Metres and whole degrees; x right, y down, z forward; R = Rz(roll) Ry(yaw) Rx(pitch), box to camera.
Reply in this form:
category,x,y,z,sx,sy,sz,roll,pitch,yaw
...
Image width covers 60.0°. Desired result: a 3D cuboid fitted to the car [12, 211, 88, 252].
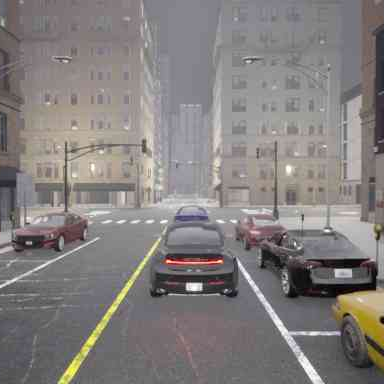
category,x,y,z,sx,sy,sz,roll,pitch,yaw
car,-5.715,1.542,13.894,1.887,1.381,4.507,-1,0,0

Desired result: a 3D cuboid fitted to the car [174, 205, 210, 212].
category,x,y,z,sx,sy,sz,roll,pitch,yaw
car,-0.011,1.474,18.510,1.882,1.535,5.008,0,0,0

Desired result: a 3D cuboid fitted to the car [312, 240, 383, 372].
category,x,y,z,sx,sy,sz,roll,pitch,yaw
car,2.856,1.525,2.915,1.752,1.417,4.829,-1,0,0

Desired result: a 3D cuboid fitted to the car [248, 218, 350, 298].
category,x,y,z,sx,sy,sz,roll,pitch,yaw
car,2.844,1.564,8.332,1.947,1.339,4.313,-1,0,0

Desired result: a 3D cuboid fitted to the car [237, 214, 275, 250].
category,x,y,z,sx,sy,sz,roll,pitch,yaw
car,2.830,1.579,13.917,1.802,1.307,4.206,-1,0,0

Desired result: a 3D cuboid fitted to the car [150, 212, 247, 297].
category,x,y,z,sx,sy,sz,roll,pitch,yaw
car,0.047,1.503,8.560,1.837,1.490,4.892,0,0,0
